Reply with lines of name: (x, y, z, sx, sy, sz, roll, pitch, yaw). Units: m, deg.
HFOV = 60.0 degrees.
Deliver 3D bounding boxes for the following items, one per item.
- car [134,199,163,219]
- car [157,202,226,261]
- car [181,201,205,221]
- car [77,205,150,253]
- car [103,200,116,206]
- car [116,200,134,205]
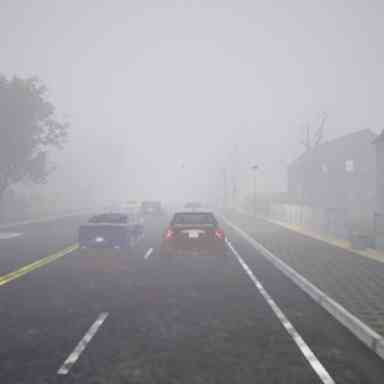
car: (-3.175, 1.444, 27.522, 2.097, 1.767, 4.553, 0, 0, 0)
car: (0.071, 1.391, 12.576, 2.097, 1.767, 4.553, 0, 0, 0)
car: (0.083, 1.575, 29.016, 1.882, 1.535, 5.008, 0, 0, 0)
car: (-3.171, 1.523, 13.924, 1.882, 1.535, 5.008, 0, -1, 0)
car: (-9.782, 1.695, 41.935, 2.033, 1.411, 5.357, 0, 0, 1)
car: (-6.567, 1.604, 36.684, 1.882, 1.535, 5.008, 0, 0, 0)
